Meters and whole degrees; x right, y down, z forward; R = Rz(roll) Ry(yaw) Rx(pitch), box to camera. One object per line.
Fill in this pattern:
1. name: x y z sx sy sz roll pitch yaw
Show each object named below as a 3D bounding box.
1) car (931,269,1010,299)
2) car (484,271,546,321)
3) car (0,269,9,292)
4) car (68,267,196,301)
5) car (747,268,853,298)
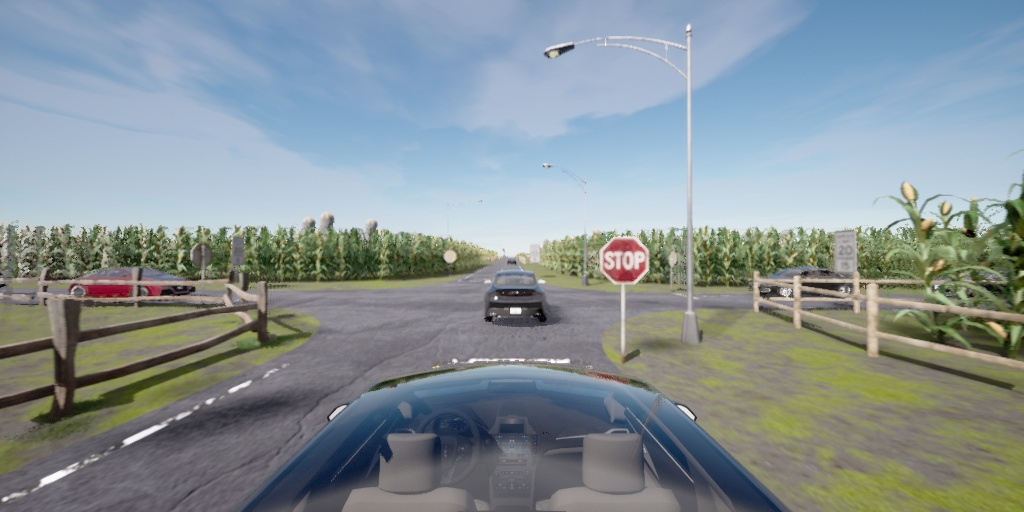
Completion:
1. car: 24.201 1.396 18.266 4.902 1.511 2.128 0 0 0
2. car: 0.101 1.238 12.324 1.837 1.490 4.892 0 1 0
3. car: -26.109 0.791 15.835 5.566 2.045 2.150 0 0 0
4. car: -16.512 1.185 15.730 4.181 1.385 1.994 0 0 1
5. car: 14.793 1.345 18.358 4.892 1.490 1.837 0 0 0
